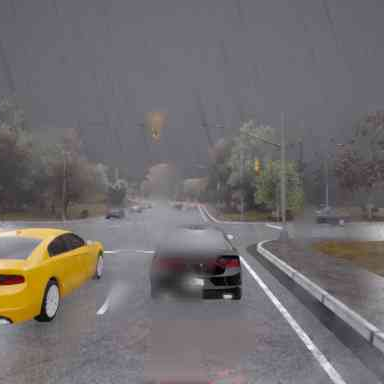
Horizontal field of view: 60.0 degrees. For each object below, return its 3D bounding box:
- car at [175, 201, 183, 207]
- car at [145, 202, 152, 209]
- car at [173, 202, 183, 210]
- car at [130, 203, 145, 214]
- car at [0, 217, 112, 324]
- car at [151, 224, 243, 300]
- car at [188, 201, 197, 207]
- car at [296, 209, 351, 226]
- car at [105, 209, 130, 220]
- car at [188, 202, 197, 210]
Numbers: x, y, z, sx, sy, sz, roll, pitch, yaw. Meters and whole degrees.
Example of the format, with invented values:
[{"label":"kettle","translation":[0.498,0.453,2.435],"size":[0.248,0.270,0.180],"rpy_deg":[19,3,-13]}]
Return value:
[{"label":"car","translation":[-3.445,3.177,86.827],"size":[1.994,1.385,4.181],"rpy_deg":[0,0,-3]},{"label":"car","translation":[-10.346,3.205,77.222],"size":[2.128,1.511,4.902],"rpy_deg":[0,0,0]},{"label":"car","translation":[-3.347,3.198,75.925],"size":[1.837,1.490,4.892],"rpy_deg":[0,0,0]},{"label":"car","translation":[-10.432,3.287,62.055],"size":[1.812,1.442,4.674],"rpy_deg":[0,0,1]},{"label":"car","translation":[-3.406,1.544,7.373],"size":[1.882,1.535,5.008],"rpy_deg":[0,-1,0]},{"label":"car","translation":[0.101,1.567,8.615],"size":[1.882,1.535,5.008],"rpy_deg":[0,-1,0]},{"label":"car","translation":[0.072,3.172,86.403],"size":[2.033,1.411,5.357],"rpy_deg":[0,0,-3]},{"label":"car","translation":[12.458,2.442,31.644],"size":[4.892,1.490,1.837],"rpy_deg":[0,-2,0]},{"label":"car","translation":[-10.506,3.048,46.123],"size":[2.033,1.411,5.357],"rpy_deg":[0,-2,0]},{"label":"car","translation":[0.153,3.059,74.996],"size":[2.097,1.767,4.553],"rpy_deg":[0,0,0]}]
